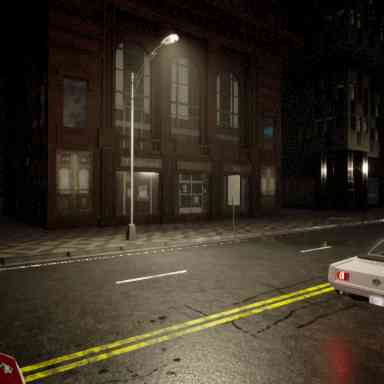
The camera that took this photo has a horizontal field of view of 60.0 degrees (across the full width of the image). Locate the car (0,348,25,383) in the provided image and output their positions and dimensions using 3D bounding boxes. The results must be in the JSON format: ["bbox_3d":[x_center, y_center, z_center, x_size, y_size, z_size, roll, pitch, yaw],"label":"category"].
[{"bbox_3d":[-3.037,1.352,1.274,4.553,1.767,2.097,0,0,-35],"label":"car"}]

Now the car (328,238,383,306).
[{"bbox_3d":[5.031,1.597,7.026,4.718,1.301,1.895,0,0,-35],"label":"car"}]
